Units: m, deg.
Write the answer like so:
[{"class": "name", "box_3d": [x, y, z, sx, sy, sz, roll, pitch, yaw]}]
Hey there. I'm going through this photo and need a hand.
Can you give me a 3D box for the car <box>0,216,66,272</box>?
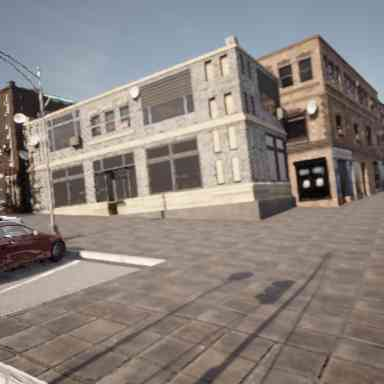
[{"class": "car", "box_3d": [-5.488, 1.530, 9.314, 2.002, 1.452, 4.674, -2, 0, 12]}]
